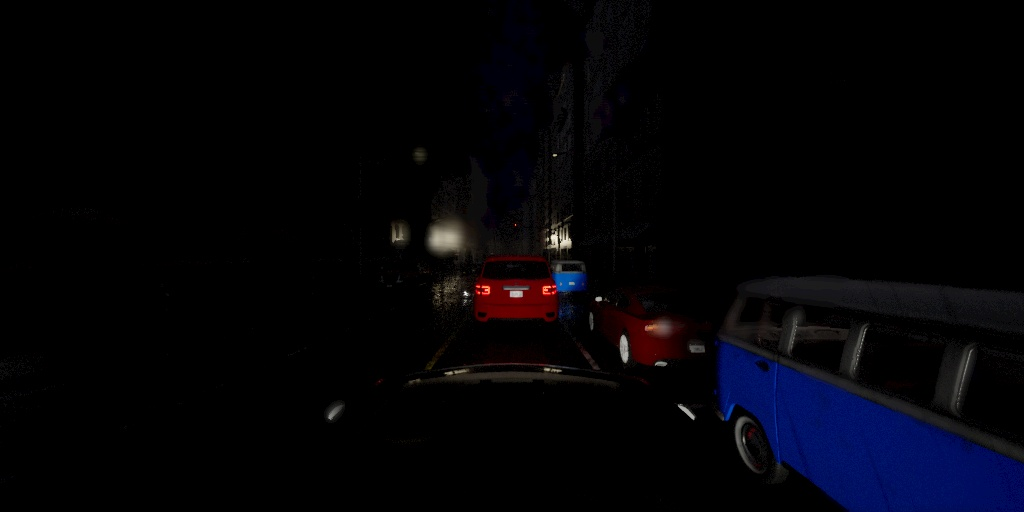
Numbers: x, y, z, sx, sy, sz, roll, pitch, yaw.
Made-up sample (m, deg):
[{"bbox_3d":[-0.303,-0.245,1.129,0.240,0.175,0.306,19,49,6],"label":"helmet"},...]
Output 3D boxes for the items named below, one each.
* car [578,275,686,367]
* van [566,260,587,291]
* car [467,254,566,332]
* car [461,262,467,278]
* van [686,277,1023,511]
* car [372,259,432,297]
[{"bbox_3d":[2.864,1.294,7.750,1.888,1.381,4.507,0,0,0],"label":"car"},{"bbox_3d":[2.881,1.086,19.071,1.690,1.789,3.998,0,0,0],"label":"van"},{"bbox_3d":[0.114,0.970,10.972,2.150,2.045,5.566,0,0,0],"label":"car"},{"bbox_3d":[-2.961,0.944,29.536,1.994,1.385,4.181,0,0,0],"label":"car"},{"bbox_3d":[2.856,1.091,2.089,1.690,1.789,3.998,0,0,0],"label":"van"},{"bbox_3d":[-5.644,1.060,19.043,2.192,1.841,5.009,0,0,0],"label":"car"}]
